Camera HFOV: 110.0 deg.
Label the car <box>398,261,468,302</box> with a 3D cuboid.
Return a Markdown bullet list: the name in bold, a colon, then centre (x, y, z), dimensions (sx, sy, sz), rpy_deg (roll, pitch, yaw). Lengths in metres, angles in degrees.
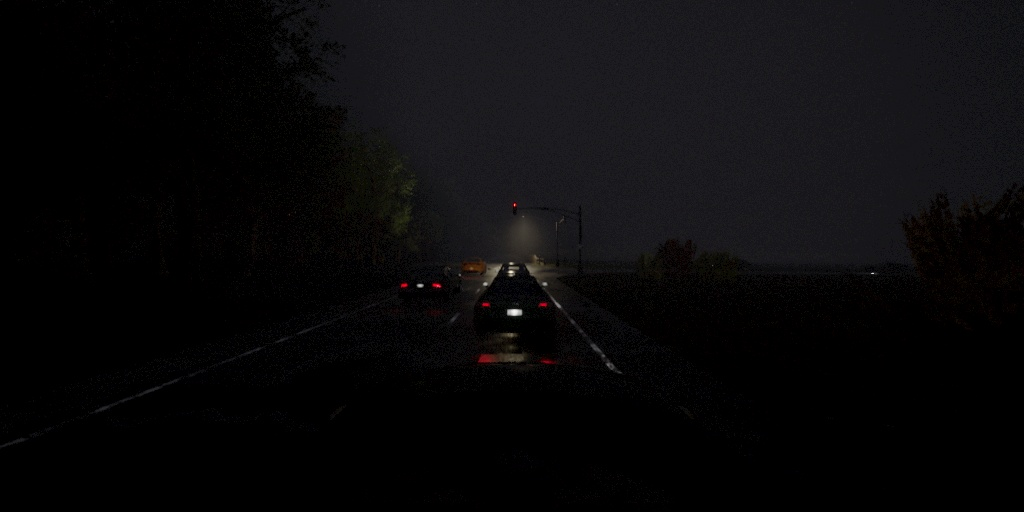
- **car**: centre (-3.402, 1.125, 15.797), dimensions (2.033, 1.411, 5.357), rpy_deg (0, 1, 0)

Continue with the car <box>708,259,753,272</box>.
- **car**: centre (25.716, 1.086, 42.418), dimensions (4.892, 1.490, 1.837), rpy_deg (1, 0, 0)

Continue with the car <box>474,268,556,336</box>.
- **car**: centre (0.086, 1.212, 10.056), dimensions (1.994, 1.385, 4.181), rpy_deg (0, 1, 1)

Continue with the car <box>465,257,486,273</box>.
- **car**: centre (-3.406, 0.850, 32.575), dimensions (1.882, 1.535, 5.008), rpy_deg (0, 1, 0)

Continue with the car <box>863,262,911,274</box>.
- **car**: centre (44.187, 1.350, 42.309), dimensions (4.181, 1.385, 1.994), rpy_deg (1, 0, 1)

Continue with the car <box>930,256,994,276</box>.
- **car**: centre (48.545, 1.039, 38.727), dimensions (5.566, 2.045, 2.150), rpy_deg (1, 0, 0)

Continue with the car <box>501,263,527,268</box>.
- **car**: centre (0.098, 1.080, 19.485), dimensions (2.033, 1.411, 5.357), rpy_deg (0, 1, 0)
